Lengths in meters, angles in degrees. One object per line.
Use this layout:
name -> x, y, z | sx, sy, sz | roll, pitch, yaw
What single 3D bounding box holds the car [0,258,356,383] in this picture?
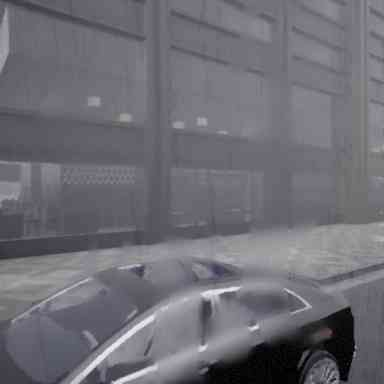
car -> -0.433, 1.487, 3.069 | 4.902, 1.511, 2.128 | 0, 0, -35
